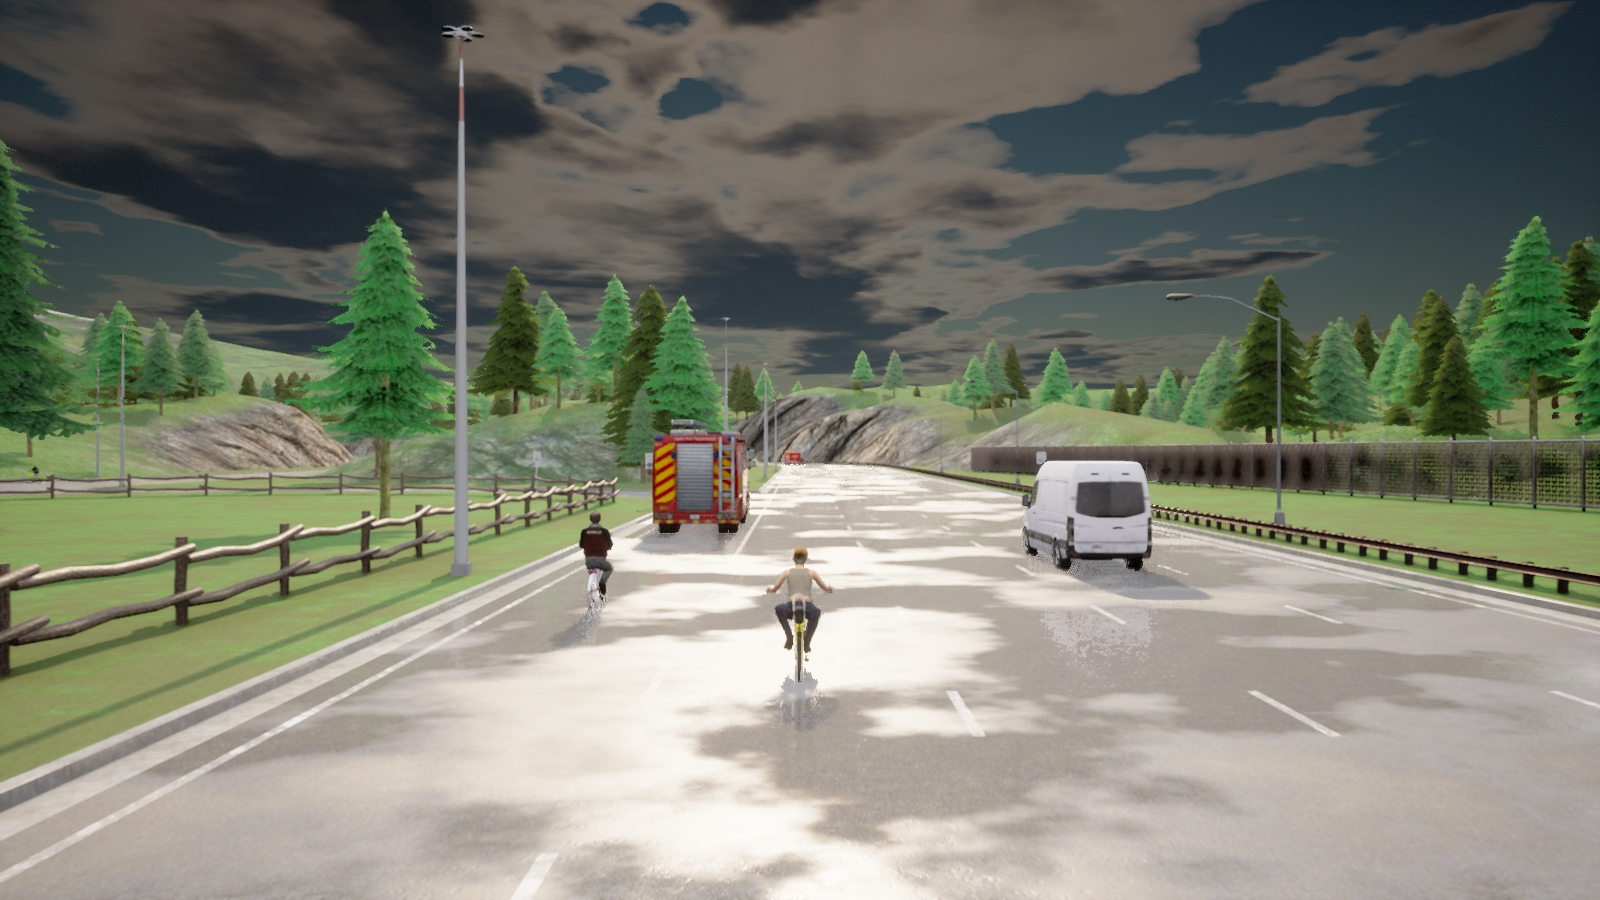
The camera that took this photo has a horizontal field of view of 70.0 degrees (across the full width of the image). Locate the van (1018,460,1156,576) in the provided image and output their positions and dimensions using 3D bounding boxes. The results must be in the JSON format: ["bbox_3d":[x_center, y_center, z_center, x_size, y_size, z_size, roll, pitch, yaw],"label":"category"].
[{"bbox_3d":[7.022,1.551,28.710,1.988,2.561,5.915,0,0,0],"label":"van"}]

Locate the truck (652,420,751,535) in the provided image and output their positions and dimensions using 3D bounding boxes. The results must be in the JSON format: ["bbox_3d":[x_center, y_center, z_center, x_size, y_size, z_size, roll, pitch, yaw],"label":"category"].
[{"bbox_3d":[-3.467,0.914,42.308,2.891,3.827,8.468,0,0,0],"label":"truck"}]

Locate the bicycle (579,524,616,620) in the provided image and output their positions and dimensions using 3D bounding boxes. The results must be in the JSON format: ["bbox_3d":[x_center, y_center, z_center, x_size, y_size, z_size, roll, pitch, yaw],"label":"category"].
[{"bbox_3d":[-3.485,2.071,19.753,0.329,1.471,1.835,0,0,0],"label":"bicycle"}]

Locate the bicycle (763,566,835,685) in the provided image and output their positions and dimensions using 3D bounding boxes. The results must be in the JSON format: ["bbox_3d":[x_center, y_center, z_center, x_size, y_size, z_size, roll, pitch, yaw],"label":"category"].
[{"bbox_3d":[-0.003,2.166,14.365,0.859,1.276,1.487,0,0,0],"label":"bicycle"}]
